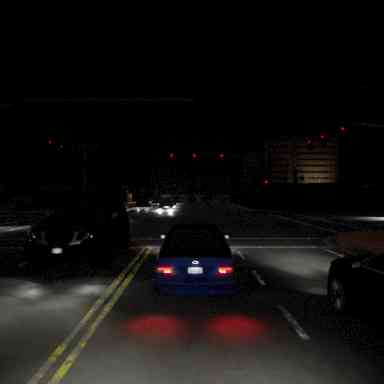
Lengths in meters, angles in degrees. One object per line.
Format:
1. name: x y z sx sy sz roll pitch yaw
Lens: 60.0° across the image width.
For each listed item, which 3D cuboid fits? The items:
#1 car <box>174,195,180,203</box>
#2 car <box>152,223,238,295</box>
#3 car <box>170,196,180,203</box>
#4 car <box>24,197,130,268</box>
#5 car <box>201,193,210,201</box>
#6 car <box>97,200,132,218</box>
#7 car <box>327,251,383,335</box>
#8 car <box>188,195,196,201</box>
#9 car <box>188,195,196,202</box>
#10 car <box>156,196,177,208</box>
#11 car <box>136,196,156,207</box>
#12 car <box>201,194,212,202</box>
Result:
1. car: -3.639 1.491 56.893 2.128 1.511 4.902 0 0 0
2. car: 0.074 1.547 8.882 2.033 1.411 5.357 0 0 0
3. car: -3.567 1.504 69.158 1.837 1.490 4.892 0 0 0
4. car: -3.611 1.221 11.658 2.150 2.045 5.566 0 0 0
5. car: 3.418 1.228 84.631 2.097 1.767 4.553 0 0 0
6. car: -7.130 1.547 31.082 2.033 1.411 5.357 0 0 0
7. car: 3.558 1.491 4.640 2.128 1.511 4.902 0 0 0
8. car: -0.082 1.425 84.656 1.994 1.385 4.181 0 0 0
9. car: -0.072 1.531 74.382 2.033 1.411 5.357 0 0 0
10. car: -3.645 1.601 47.576 1.895 1.301 4.718 0 0 0
11. car: -7.145 1.547 50.073 2.033 1.411 5.357 0 0 0
12. car: 3.428 1.344 74.675 2.097 1.767 4.553 0 0 0
